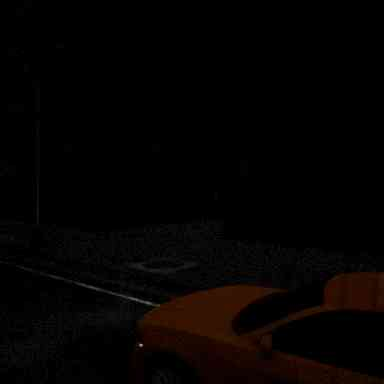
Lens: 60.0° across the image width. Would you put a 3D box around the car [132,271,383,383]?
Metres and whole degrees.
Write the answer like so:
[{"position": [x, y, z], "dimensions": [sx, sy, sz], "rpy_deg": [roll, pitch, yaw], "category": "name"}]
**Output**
[{"position": [1.658, 1.479, 2.851], "dimensions": [5.008, 1.535, 1.882], "rpy_deg": [0, 0, 36], "category": "car"}]
